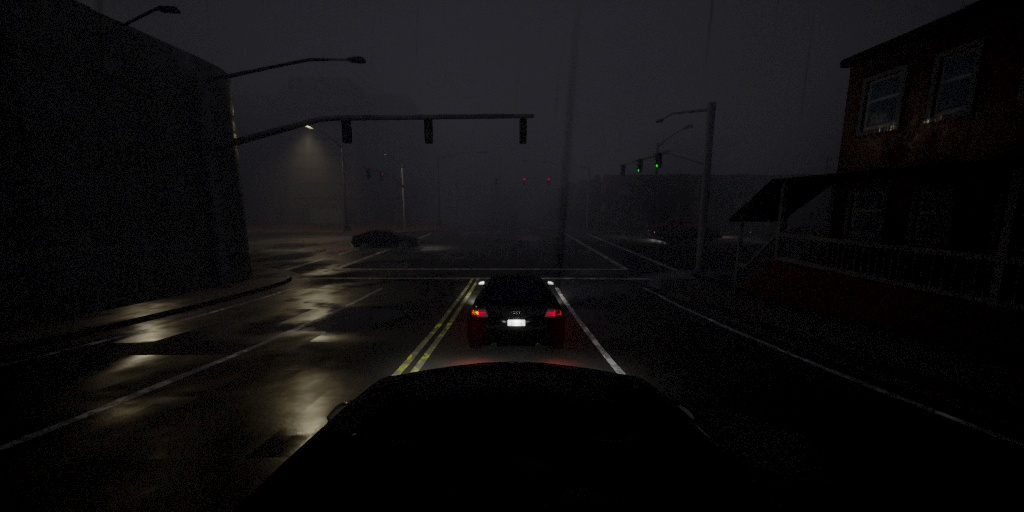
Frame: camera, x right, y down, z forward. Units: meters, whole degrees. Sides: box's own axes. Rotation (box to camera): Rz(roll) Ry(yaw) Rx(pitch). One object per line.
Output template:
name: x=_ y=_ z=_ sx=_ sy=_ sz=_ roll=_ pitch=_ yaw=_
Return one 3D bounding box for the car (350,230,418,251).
car: x=-9.721 y=-1.265 z=27.485 sx=4.892 sy=1.490 sz=1.837 roll=-2 pitch=9 yaw=-9

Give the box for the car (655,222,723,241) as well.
car: x=16.864 y=-2.173 z=33.848 sx=5.357 sy=1.411 sz=2.033 roll=0 pitch=8 yaw=0

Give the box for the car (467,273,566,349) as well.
car: x=0.099 y=1.092 z=8.671 sx=1.994 sy=1.385 sz=4.181 roll=0 pitch=3 yaw=0

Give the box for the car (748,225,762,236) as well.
car: x=27.245 y=-2.733 z=37.223 sx=4.902 sy=1.511 sz=2.128 roll=0 pitch=8 yaw=1

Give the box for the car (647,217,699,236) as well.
car: x=16.999 y=-3.005 z=37.261 sx=5.566 sy=2.045 sz=2.150 roll=0 pitch=8 yaw=0

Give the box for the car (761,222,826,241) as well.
car: x=26.961 y=-2.237 z=33.761 sx=5.008 sy=1.535 sz=1.882 roll=0 pitch=8 yaw=0
